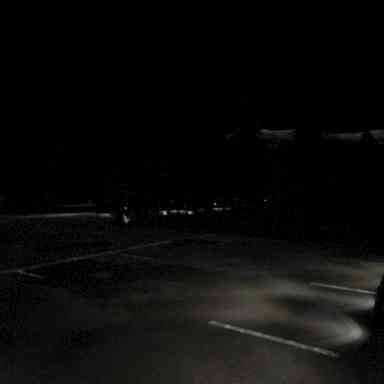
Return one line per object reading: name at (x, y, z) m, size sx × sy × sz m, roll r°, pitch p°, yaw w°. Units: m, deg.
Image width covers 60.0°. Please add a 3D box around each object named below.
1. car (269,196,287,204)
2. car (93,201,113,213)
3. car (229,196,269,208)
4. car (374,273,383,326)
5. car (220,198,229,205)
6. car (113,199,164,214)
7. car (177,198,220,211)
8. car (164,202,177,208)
car at (13.088, 1.417, 55.612) m, size 4.553 × 1.767 × 2.097 m, roll 0°, pitch 0°, yaw -28°
car at (-8.884, 1.680, 38.080) m, size 1.895 × 1.301 × 4.718 m, roll 0°, pitch 0°, yaw 43°
car at (8.307, 1.556, 48.493) m, size 4.902 × 1.511 × 2.128 m, roll 0°, pitch 0°, yaw -35°
car at (5.123, 1.342, 4.592) m, size 4.553 × 1.767 × 2.097 m, roll -1°, pitch 0°, yaw 36°
car at (4.975, 1.620, 50.546) m, size 5.357 × 1.411 × 2.033 m, roll 0°, pitch 0°, yaw -37°
car at (-5.727, 1.577, 36.273) m, size 1.837 × 1.490 × 4.892 m, roll 0°, pitch 0°, yaw 43°
car at (0.923, 1.574, 42.762) m, size 4.892 × 1.490 × 1.837 m, roll 0°, pitch 0°, yaw -41°
car at (-2.428, 1.602, 44.452) m, size 4.674 × 1.442 × 1.812 m, roll 0°, pitch 0°, yaw -42°
